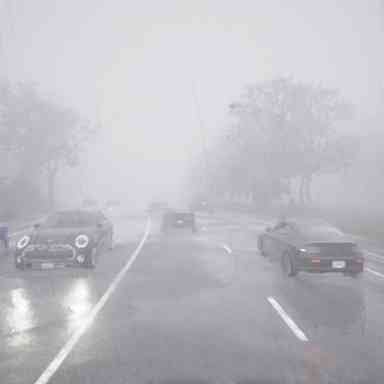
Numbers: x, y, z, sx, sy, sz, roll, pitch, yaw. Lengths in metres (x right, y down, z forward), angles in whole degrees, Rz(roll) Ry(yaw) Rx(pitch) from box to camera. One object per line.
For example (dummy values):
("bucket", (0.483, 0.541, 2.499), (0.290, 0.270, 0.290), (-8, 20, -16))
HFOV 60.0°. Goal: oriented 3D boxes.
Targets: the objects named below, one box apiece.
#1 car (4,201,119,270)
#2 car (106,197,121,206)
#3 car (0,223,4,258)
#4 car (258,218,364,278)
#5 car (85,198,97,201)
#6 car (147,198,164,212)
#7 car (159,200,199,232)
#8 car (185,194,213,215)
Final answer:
("car", (-3.937, 1.357, 11.022), (2.097, 1.767, 4.553), (0, 0, -3))
("car", (-12.691, 1.572, 53.352), (1.994, 1.385, 4.181), (0, 0, -21))
("car", (-7.375, 1.485, 9.842), (1.882, 1.535, 5.008), (0, 0, -3))
("car", (3.333, 1.525, 10.075), (1.812, 1.442, 4.674), (0, 0, -2))
("car", (-15.423, 1.566, 50.678), (1.994, 1.385, 4.181), (0, 0, -21))
("car", (-4.061, 1.488, 38.612), (1.882, 1.535, 5.008), (0, 0, -14))
("car", (-0.918, 1.483, 20.502), (1.882, 1.535, 5.008), (0, 0, -6))
("car", (0.583, 1.232, 34.075), (2.150, 2.045, 5.566), (0, 0, -11))
